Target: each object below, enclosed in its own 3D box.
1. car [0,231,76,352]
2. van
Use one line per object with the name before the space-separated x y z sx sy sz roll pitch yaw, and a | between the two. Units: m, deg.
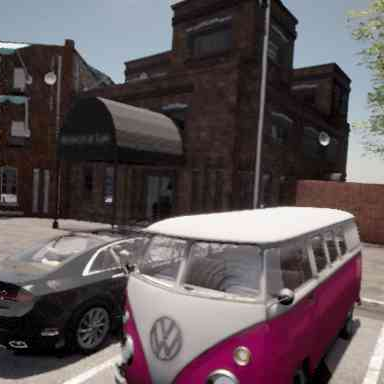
car | -1.258 1.419 6.171 2.231 1.521 4.892 2 1 35
van | 0.966 1.239 4.449 1.878 1.987 4.442 1 1 35
